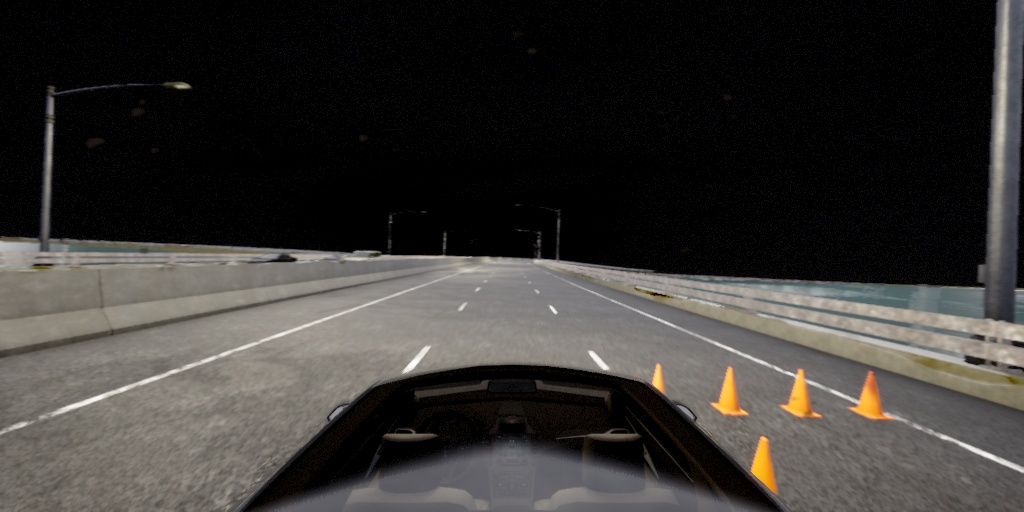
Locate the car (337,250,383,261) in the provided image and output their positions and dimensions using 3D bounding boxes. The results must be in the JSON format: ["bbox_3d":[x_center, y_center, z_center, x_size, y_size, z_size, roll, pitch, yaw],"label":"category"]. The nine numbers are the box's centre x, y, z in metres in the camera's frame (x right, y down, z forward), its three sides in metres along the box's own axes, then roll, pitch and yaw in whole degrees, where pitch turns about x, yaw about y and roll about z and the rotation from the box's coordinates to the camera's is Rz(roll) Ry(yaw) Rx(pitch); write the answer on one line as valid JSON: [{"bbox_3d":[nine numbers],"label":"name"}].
[{"bbox_3d":[-14.421,0.474,34.993,2.150,2.045,5.566,2,0,0],"label":"car"}]

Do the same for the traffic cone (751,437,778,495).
[{"bbox_3d":[2.047,1.789,2.943,0.340,0.580,0.340,0,0,-1],"label":"traffic cone"}]

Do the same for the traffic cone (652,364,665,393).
[{"bbox_3d":[2.002,1.791,4.942,0.340,0.580,0.340,0,0,-1],"label":"traffic cone"}]

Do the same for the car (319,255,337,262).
[{"bbox_3d":[-17.944,0.608,36.795,2.128,1.511,4.902,2,0,0],"label":"car"}]

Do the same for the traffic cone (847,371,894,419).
[{"bbox_3d":[4.999,1.910,5.008,0.340,0.580,0.340,0,0,-1],"label":"traffic cone"}]

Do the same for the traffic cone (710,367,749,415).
[{"bbox_3d":[3.001,1.831,4.964,0.340,0.580,0.340,0,0,-1],"label":"traffic cone"}]

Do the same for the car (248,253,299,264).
[{"bbox_3d":[-21.413,0.450,32.357,1.882,1.535,5.008,2,0,0],"label":"car"}]

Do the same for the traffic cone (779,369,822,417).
[{"bbox_3d":[4.000,1.870,4.986,0.340,0.580,0.340,0,0,-1],"label":"traffic cone"}]
